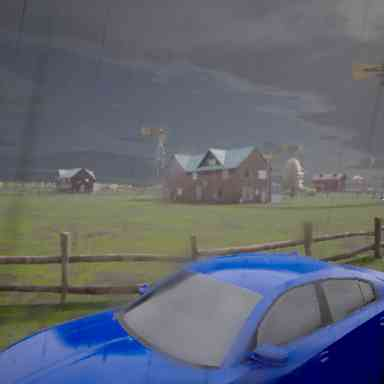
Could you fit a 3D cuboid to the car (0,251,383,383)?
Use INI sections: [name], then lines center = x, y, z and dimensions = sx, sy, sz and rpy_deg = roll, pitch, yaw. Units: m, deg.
[car]
center = 0.546, 1.472, 3.478
dimensions = 5.008, 1.535, 1.882
rpy_deg = 0, 0, -36
